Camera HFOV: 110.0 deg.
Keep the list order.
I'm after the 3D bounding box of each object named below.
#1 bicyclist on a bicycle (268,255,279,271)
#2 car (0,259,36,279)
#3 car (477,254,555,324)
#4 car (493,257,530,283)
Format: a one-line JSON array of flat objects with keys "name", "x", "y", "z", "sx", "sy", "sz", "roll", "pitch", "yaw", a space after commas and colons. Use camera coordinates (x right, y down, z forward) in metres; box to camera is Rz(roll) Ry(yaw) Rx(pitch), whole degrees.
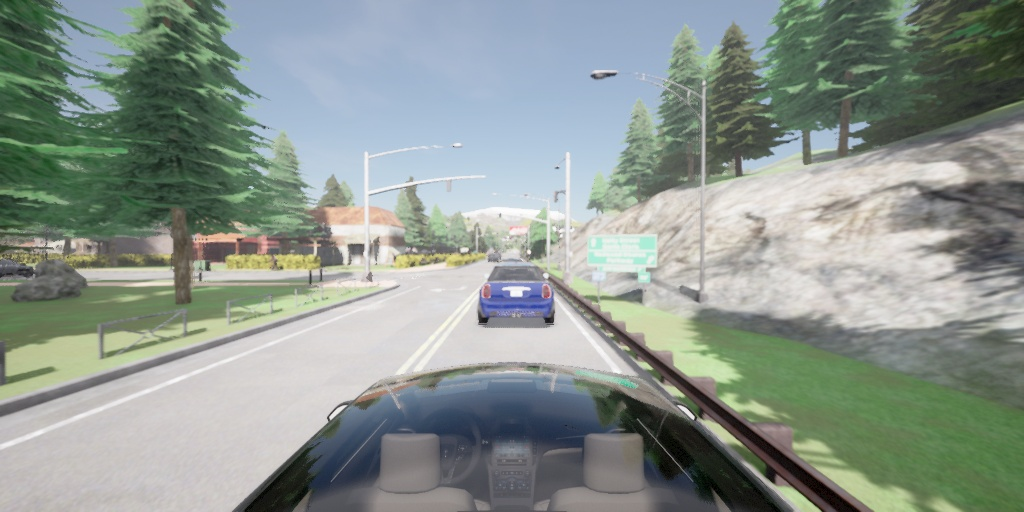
[{"name": "bicyclist on a bicycle", "x": -23.129, "y": 0.678, "z": 34.796, "sx": 0.582, "sy": 1.620, "sz": 1.656, "roll": 0, "pitch": 1, "yaw": 0}, {"name": "car", "x": -40.115, "y": 0.972, "z": 27.932, "sx": 4.892, "sy": 1.490, "sz": 1.837, "roll": 0, "pitch": 1, "yaw": 6}, {"name": "car", "x": 0.134, "y": 0.953, "z": 11.439, "sx": 2.097, "sy": 1.767, "sz": 4.553, "roll": 0, "pitch": 1, "yaw": 1}, {"name": "car", "x": -0.150, "y": 0.901, "z": 24.599, "sx": 1.837, "sy": 1.490, "sz": 4.892, "roll": 1, "pitch": 1, "yaw": -8}]
